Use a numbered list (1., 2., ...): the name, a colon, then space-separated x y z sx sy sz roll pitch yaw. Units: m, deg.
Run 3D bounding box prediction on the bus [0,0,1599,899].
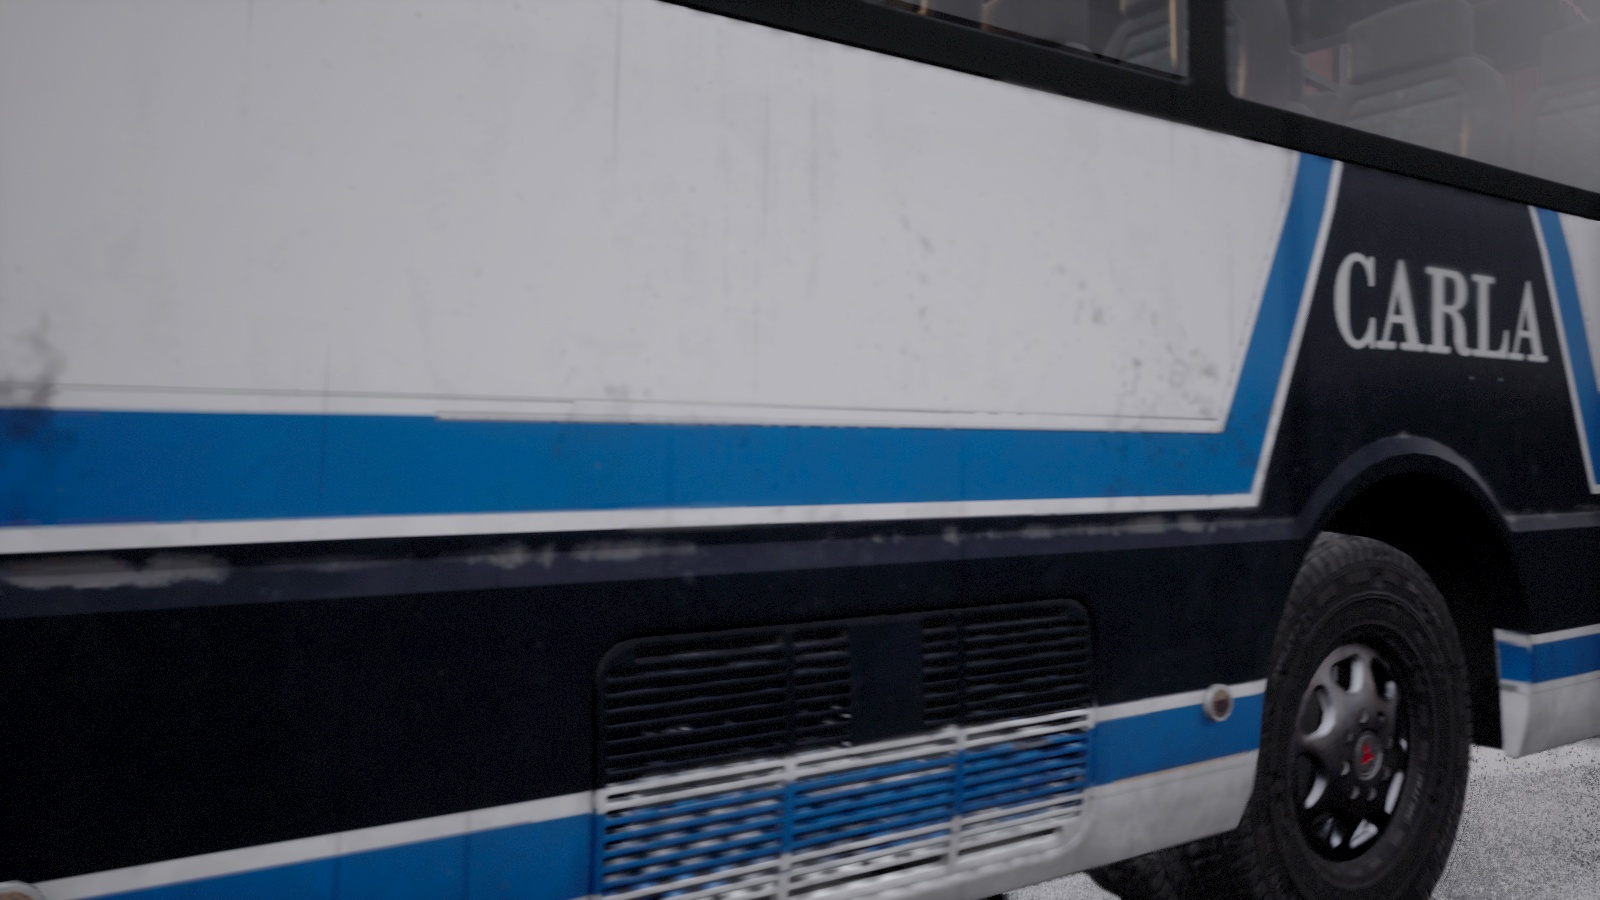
1. bus: -1.395 -0.621 3.302 10.273 4.253 3.944 0 0 -35
